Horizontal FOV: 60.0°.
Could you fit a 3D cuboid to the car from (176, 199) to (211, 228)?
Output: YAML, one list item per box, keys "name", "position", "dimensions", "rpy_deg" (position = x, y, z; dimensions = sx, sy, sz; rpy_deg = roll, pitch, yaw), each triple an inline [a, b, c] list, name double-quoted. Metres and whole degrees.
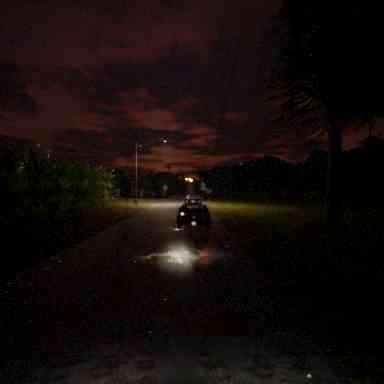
- name: "car"
  position: [0.096, 1.343, 19.981]
  dimensions: [1.895, 1.301, 4.718]
  rpy_deg: [0, 1, 0]

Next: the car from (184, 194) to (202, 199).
- name: "car"
  position: [0.092, 0.945, 35.313]
  dimensions: [2.033, 1.411, 5.357]
  rpy_deg: [0, 1, 0]
